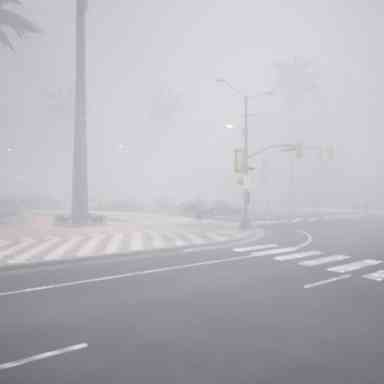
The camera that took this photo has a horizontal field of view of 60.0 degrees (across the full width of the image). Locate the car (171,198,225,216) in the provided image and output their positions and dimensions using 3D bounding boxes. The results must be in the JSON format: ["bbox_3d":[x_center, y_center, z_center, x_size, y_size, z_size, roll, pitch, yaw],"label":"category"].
[{"bbox_3d":[0.523,1.612,33.710,2.033,1.411,5.357,0,0,-38],"label":"car"}]

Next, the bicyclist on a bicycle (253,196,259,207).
[{"bbox_3d":[9.653,1.419,50.367,0.582,1.620,1.656,0,0,42],"label":"bicyclist on a bicycle"}]

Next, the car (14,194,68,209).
[{"bbox_3d":[-20.112,1.254,44.470,5.566,2.045,2.150,0,0,5],"label":"car"}]

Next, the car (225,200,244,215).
[{"bbox_3d":[3.584,1.601,35.235,1.812,1.442,4.674,0,0,-39],"label":"car"}]

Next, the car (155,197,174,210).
[{"bbox_3d":[-2.804,1.422,41.417,4.553,1.767,2.097,0,0,35],"label":"car"}]

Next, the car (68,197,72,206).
[{"bbox_3d":[-21.451,1.538,55.069,4.902,1.511,2.128,0,0,2],"label":"car"}]

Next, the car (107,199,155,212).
[{"bbox_3d":[-7.401,1.546,40.351,4.902,1.511,2.128,0,0,29],"label":"car"}]

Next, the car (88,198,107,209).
[{"bbox_3d":[-13.429,1.530,46.675,5.008,1.535,1.882,0,0,15],"label":"car"}]

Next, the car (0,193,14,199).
[{"bbox_3d":[-26.829,1.378,51.380,4.553,1.767,2.097,0,0,-3],"label":"car"}]

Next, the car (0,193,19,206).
[{"bbox_3d":[-31.659,1.241,54.524,5.566,2.045,2.150,0,0,-10],"label":"car"}]
